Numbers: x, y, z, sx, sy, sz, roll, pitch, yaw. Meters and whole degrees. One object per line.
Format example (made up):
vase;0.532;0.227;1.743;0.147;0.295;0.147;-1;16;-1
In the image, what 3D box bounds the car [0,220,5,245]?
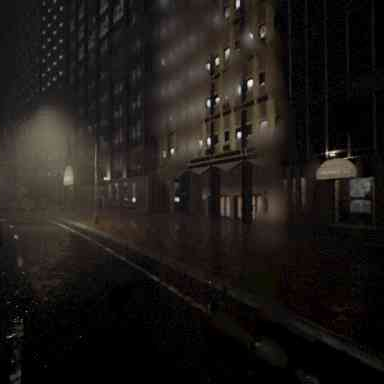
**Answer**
car;-9.985;1.669;15.692;2.033;1.411;5.357;1;-1;-29
